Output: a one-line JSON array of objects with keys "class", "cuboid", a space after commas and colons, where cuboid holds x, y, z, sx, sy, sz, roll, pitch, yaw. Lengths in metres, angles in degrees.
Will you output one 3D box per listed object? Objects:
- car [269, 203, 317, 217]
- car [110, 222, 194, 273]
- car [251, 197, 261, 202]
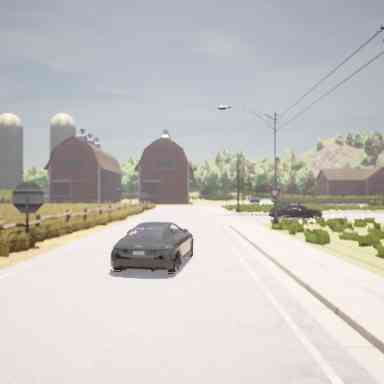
[{"class": "car", "cuboid": [9.641, 1.841, 30.885, 4.892, 1.490, 1.837, 0, -2, -4]}, {"class": "car", "cuboid": [-1.142, 1.686, 11.185, 1.994, 1.385, 4.181, 0, -1, 9]}, {"class": "car", "cuboid": [17.776, 2.224, 92.549, 2.097, 1.767, 4.553, 0, 0, 22]}]
